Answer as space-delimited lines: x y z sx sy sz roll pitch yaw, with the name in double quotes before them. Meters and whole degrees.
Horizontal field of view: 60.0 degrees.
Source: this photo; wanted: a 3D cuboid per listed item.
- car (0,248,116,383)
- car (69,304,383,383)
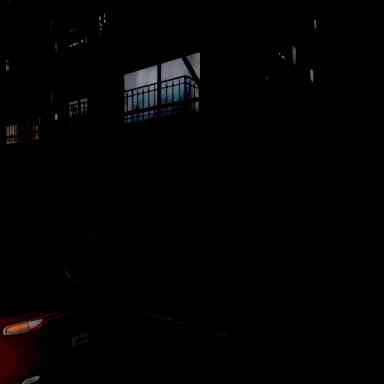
"car" -3.087 1.545 5.093 4.507 1.381 1.887 0 0 36
"car" 1.494 1.566 1.809 4.313 1.339 1.947 0 0 36
